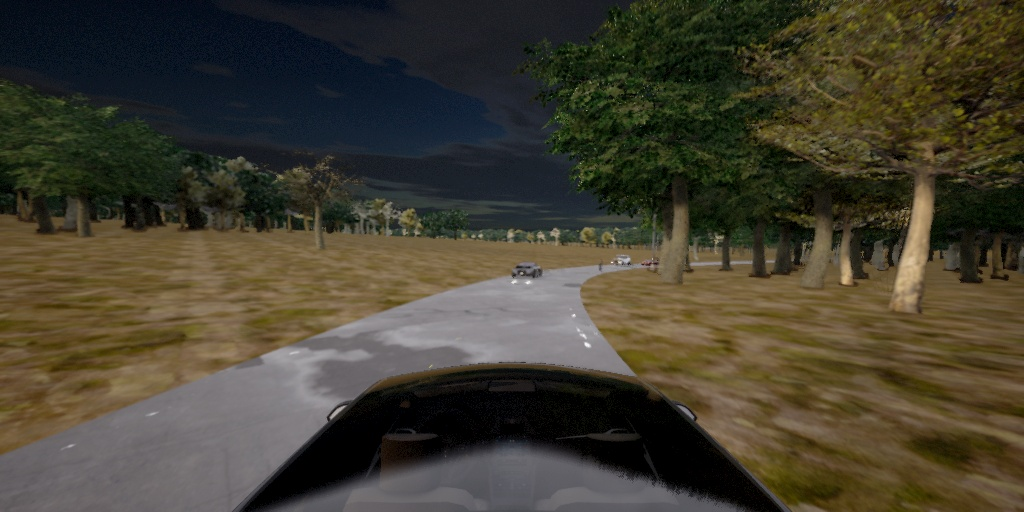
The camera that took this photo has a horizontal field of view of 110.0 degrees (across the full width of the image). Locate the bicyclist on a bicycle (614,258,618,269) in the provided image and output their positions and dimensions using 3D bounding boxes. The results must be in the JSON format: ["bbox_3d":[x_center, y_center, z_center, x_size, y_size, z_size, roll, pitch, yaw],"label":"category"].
[{"bbox_3d":[15.713,1.136,54.004,0.659,1.776,1.843,3,2,31],"label":"bicyclist on a bicycle"}]

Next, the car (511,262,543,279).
[{"bbox_3d":[1.339,1.193,30.796,1.994,1.385,4.181,2,1,17],"label":"car"}]

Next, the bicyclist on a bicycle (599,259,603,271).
[{"bbox_3d":[11.505,1.210,46.359,0.582,1.620,1.656,2,1,27],"label":"bicyclist on a bicycle"}]
